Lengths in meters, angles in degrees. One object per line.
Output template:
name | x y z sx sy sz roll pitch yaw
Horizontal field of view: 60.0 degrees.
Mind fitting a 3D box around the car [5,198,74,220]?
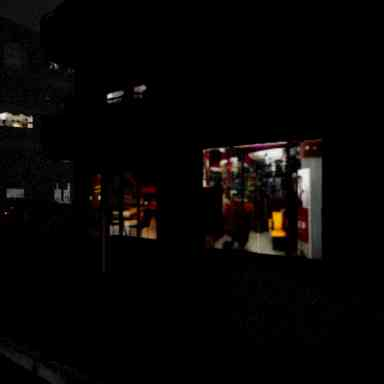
car | -11.120 1.208 24.830 4.892 1.490 1.837 -1 1 -40
